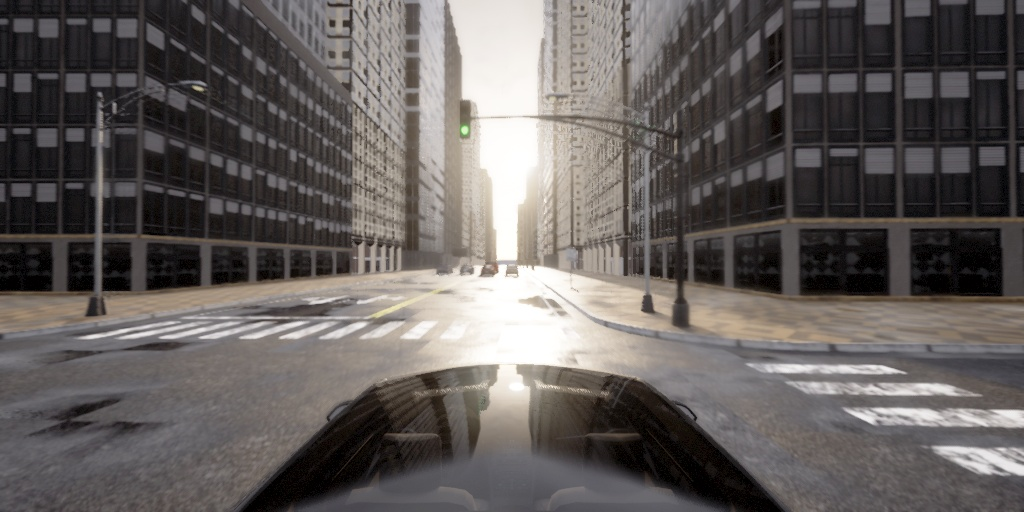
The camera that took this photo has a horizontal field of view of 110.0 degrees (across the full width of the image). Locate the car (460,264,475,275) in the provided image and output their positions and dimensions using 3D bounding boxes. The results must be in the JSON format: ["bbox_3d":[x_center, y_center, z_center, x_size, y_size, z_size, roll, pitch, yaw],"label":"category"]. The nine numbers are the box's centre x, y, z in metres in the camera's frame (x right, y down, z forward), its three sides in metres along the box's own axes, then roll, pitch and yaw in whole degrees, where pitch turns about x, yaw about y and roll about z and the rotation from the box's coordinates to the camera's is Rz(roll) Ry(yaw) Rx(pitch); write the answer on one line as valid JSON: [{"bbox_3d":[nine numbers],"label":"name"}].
[{"bbox_3d":[-6.489,1.937,52.549,2.128,1.511,4.902,0,-1,0],"label":"car"}]

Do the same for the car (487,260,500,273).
[{"bbox_3d":[-3.238,1.756,58.416,2.150,2.045,5.566,0,-1,0],"label":"car"}]

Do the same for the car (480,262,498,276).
[{"bbox_3d":[-3.240,1.908,48.380,1.812,1.442,4.674,0,-1,0],"label":"car"}]

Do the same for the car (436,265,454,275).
[{"bbox_3d":[-9.739,1.992,52.548,2.033,1.411,5.357,0,-1,0],"label":"car"}]

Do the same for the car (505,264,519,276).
[{"bbox_3d":[0.010,1.930,48.379,2.033,1.411,5.357,0,-1,0],"label":"car"}]
